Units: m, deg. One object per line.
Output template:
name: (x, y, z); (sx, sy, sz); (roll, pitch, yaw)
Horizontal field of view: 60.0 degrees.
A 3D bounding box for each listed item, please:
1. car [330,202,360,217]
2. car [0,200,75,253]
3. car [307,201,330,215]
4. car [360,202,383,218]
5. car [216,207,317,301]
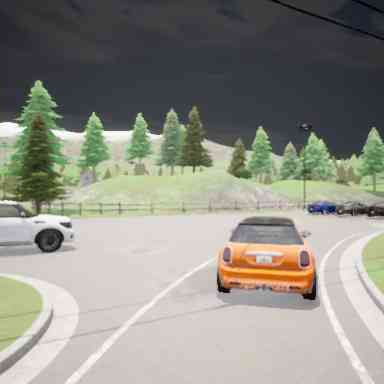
car: (16.993, 1.794, 34.772); (4.674, 1.442, 1.812); (1, -1, -30)
car: (-7.446, 1.300, 12.716); (5.566, 2.045, 2.150); (1, -1, -30)
car: (15.298, 1.765, 37.834); (5.008, 1.535, 1.882); (1, -1, -30)
car: (18.697, 1.725, 31.713); (5.008, 1.535, 1.882); (0, -1, -30)
car: (2.044, 1.418, 8.856); (2.097, 1.767, 4.553); (0, -1, 15)
